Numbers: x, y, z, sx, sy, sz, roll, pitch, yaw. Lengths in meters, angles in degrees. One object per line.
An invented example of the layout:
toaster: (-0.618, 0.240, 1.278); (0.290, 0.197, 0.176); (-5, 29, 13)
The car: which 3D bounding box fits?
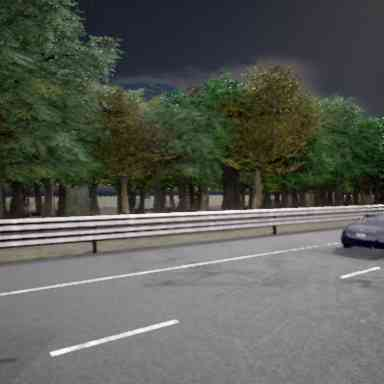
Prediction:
car: (8.052, 1.626, 13.812); (4.181, 1.385, 1.994); (0, 0, -36)
